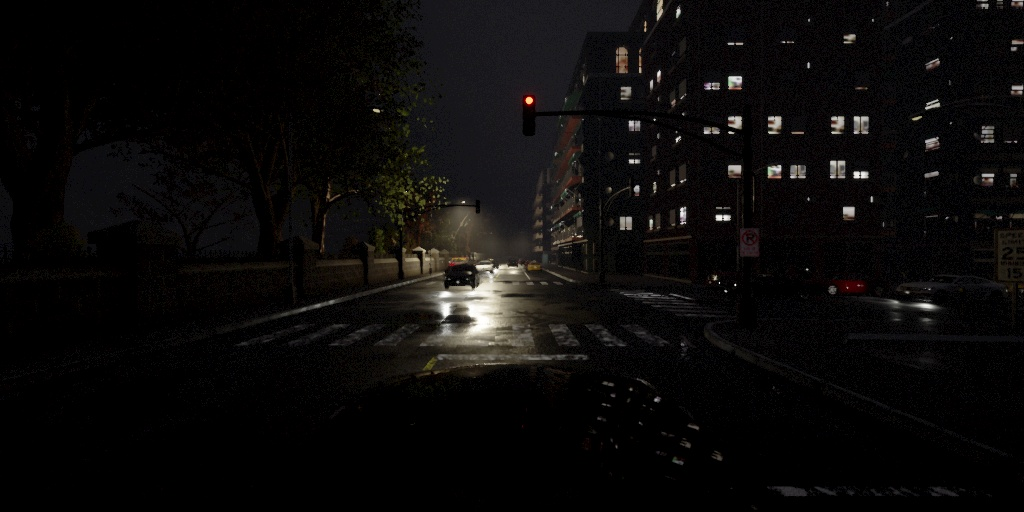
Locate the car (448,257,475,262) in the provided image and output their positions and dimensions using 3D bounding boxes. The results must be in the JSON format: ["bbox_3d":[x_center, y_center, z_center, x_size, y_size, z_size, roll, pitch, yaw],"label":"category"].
[{"bbox_3d":[-5.645,1.070,38.532,2.192,1.841,5.009,0,0,0],"label":"car"}]

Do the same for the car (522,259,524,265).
[{"bbox_3d":[2.749,1.307,49.593,1.888,1.381,4.507,0,0,0],"label":"car"}]

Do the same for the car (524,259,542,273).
[{"bbox_3d":[2.743,1.283,44.228,1.751,1.417,4.829,0,0,0],"label":"car"}]

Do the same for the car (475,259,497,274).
[{"bbox_3d":[-3.047,1.281,40.756,1.812,1.442,4.674,0,0,0],"label":"car"}]

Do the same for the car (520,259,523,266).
[{"bbox_3d":[2.756,1.316,55.128,2.007,1.370,4.403,0,0,0],"label":"car"}]

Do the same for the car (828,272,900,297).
[{"bbox_3d":[20.318,1.671,21.933,4.507,1.381,1.888,0,0,0],"label":"car"}]

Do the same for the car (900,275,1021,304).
[{"bbox_3d":[23.667,1.723,19.343,4.674,1.442,1.812,1,0,0],"label":"car"}]

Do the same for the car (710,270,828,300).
[{"bbox_3d":[13.725,1.618,19.327,4.718,1.301,1.895,1,0,0],"label":"car"}]

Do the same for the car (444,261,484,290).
[{"bbox_3d":[-3.074,1.257,22.806,1.837,1.490,4.892,0,-1,0],"label":"car"}]

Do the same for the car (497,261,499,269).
[{"bbox_3d":[-3.016,1.259,56.652,2.128,1.511,4.902,0,0,0],"label":"car"}]

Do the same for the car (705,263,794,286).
[{"bbox_3d":[14.623,1.338,21.922,5.009,1.841,2.192,0,0,0],"label":"car"}]

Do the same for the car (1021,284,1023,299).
[{"bbox_3d":[31.539,1.857,21.954,4.829,1.417,1.751,0,0,0],"label":"car"}]

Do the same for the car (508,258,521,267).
[{"bbox_3d":[0.177,1.320,64.305,2.033,1.411,5.357,0,0,-1],"label":"car"}]
